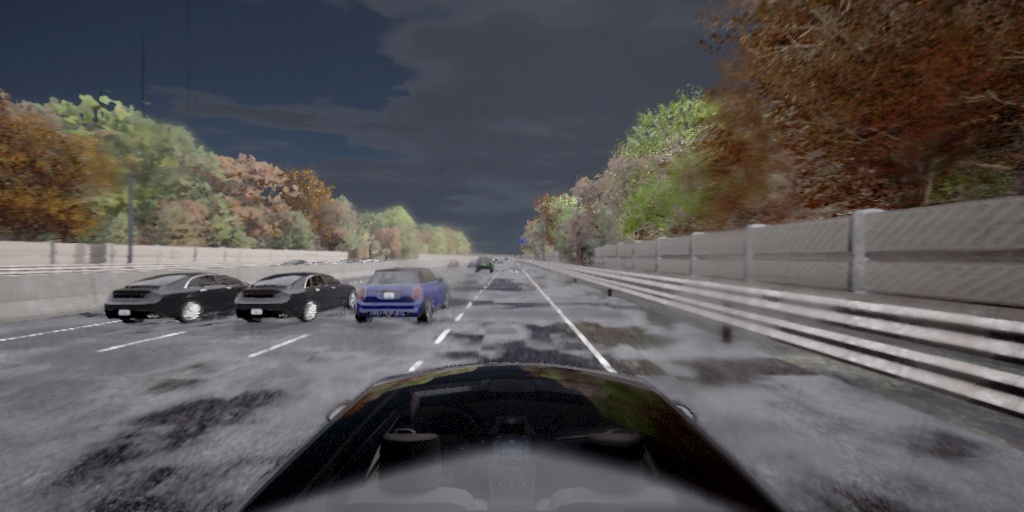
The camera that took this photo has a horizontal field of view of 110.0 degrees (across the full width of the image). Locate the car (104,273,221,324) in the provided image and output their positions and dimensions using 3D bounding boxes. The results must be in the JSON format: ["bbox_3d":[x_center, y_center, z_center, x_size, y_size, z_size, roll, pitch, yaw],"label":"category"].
[{"bbox_3d":[-10.503,1.295,12.138,1.837,1.490,4.892,0,0,0],"label":"car"}]

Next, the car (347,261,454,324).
[{"bbox_3d":[-3.503,1.143,12.350,2.097,1.767,4.553,0,0,0],"label":"car"}]

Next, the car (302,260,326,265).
[{"bbox_3d":[-28.036,1.512,52.384,1.994,1.385,4.181,0,0,0],"label":"car"}]

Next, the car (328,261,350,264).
[{"bbox_3d":[-24.541,1.474,52.528,1.812,1.442,4.674,0,0,0],"label":"car"}]

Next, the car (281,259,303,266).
[{"bbox_3d":[-31.533,1.297,52.167,2.097,1.767,4.553,0,0,0],"label":"car"}]

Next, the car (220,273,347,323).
[{"bbox_3d":[-7.004,1.297,12.259,1.837,1.490,4.892,0,0,0],"label":"car"}]

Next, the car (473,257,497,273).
[{"bbox_3d":[-3.516,1.157,47.928,2.150,2.045,5.566,0,0,0],"label":"car"}]
